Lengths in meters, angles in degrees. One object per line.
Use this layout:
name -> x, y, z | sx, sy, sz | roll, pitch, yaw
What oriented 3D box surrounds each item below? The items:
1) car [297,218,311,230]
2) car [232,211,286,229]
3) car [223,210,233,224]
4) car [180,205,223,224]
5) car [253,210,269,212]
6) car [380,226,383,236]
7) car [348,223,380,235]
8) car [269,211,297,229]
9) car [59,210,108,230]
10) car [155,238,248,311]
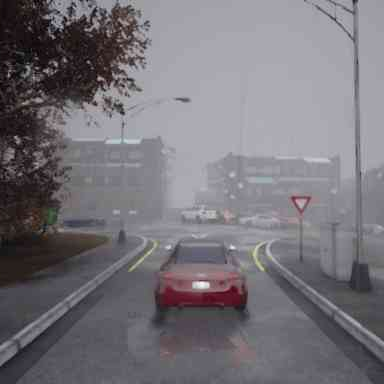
car -> 12.351, 3.824, 41.840 | 1.946, 1.575, 5.366 | 7, -4, -32
car -> 7.091, 3.089, 35.214 | 4.674, 1.442, 1.812 | 5, -3, -12
car -> 3.596, 2.880, 39.853 | 2.185, 1.767, 4.553 | 4, -4, -32
car -> 0.732, 2.592, 39.188 | 2.435, 2.045, 5.566 | 1, -3, -32
car -> 6.555, 3.126, 40.430 | 2.185, 1.767, 4.553 | 6, -4, -32
car -> 24.241, 5.002, 44.044 | 2.002, 1.452, 4.674 | 7, -4, -31
car -> 21.285, 4.717, 43.453 | 2.002, 1.452, 4.674 | 7, -4, -31
car -> 9.537, 3.290, 41.067 | 2.435, 2.045, 5.566 | 7, -4, -32
car -> -10.908, 2.773, 33.237 | 4.553, 1.767, 2.097 | -2, -2, 5
car -> 0.222, 1.875, 8.569 | 1.994, 1.385, 4.181 | 0, -2, 1
